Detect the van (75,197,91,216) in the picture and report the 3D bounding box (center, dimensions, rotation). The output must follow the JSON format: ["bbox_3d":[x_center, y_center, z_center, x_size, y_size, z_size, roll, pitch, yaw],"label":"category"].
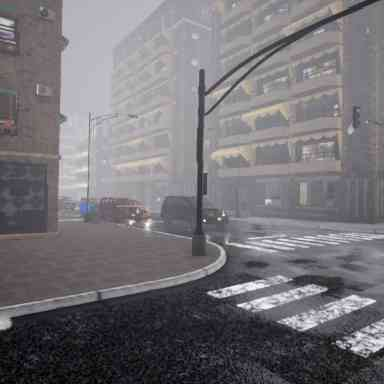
[{"bbox_3d":[-8.815,1.355,29.980,1.690,1.788,3.998,1,-1,-35],"label":"van"}]

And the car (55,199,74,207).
[{"bbox_3d":[-22.539,1.848,58.613,1.895,1.301,4.718,1,-1,-36],"label":"car"}]

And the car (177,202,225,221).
[{"bbox_3d":[0.735,1.686,30.141,1.752,1.417,4.829,1,-1,-35],"label":"car"}]

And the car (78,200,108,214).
[{"bbox_3d":[-11.301,1.657,37.755,1.994,1.385,4.181,1,-1,-35],"label":"car"}]

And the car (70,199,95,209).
[{"bbox_3d":[-16.515,1.753,50.146,2.033,1.411,5.357,1,-1,-35],"label":"car"}]

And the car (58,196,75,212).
[{"bbox_3d":[-15.279,1.369,39.068,2.192,1.841,5.009,1,-1,-35],"label":"car"}]

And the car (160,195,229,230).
[{"bbox_3d":[0.010,1.249,21.827,2.150,2.045,5.566,1,-1,-36],"label":"car"}]

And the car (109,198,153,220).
[{"bbox_3d":[-5.564,1.410,29.672,2.097,1.767,4.553,1,-1,-35],"label":"car"}]

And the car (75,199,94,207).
[{"bbox_3d":[-18.557,1.867,57.262,1.802,1.307,4.206,1,-1,-35],"label":"car"}]

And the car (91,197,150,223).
[{"bbox_3d":[-5.583,1.310,25.437,2.192,1.841,5.009,1,-1,-35],"label":"car"}]
